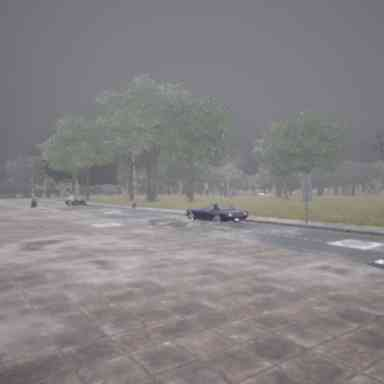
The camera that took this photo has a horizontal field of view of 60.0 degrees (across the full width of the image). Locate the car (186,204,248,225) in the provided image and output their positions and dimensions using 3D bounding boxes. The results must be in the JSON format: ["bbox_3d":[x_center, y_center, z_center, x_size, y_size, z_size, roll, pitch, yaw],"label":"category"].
[{"bbox_3d":[1.570,1.449,22.881,1.895,1.301,4.718,-2,1,-35],"label":"car"}]

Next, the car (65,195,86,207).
[{"bbox_3d":[-17.445,1.222,49.653,2.097,1.767,4.553,-2,1,-35],"label":"car"}]
